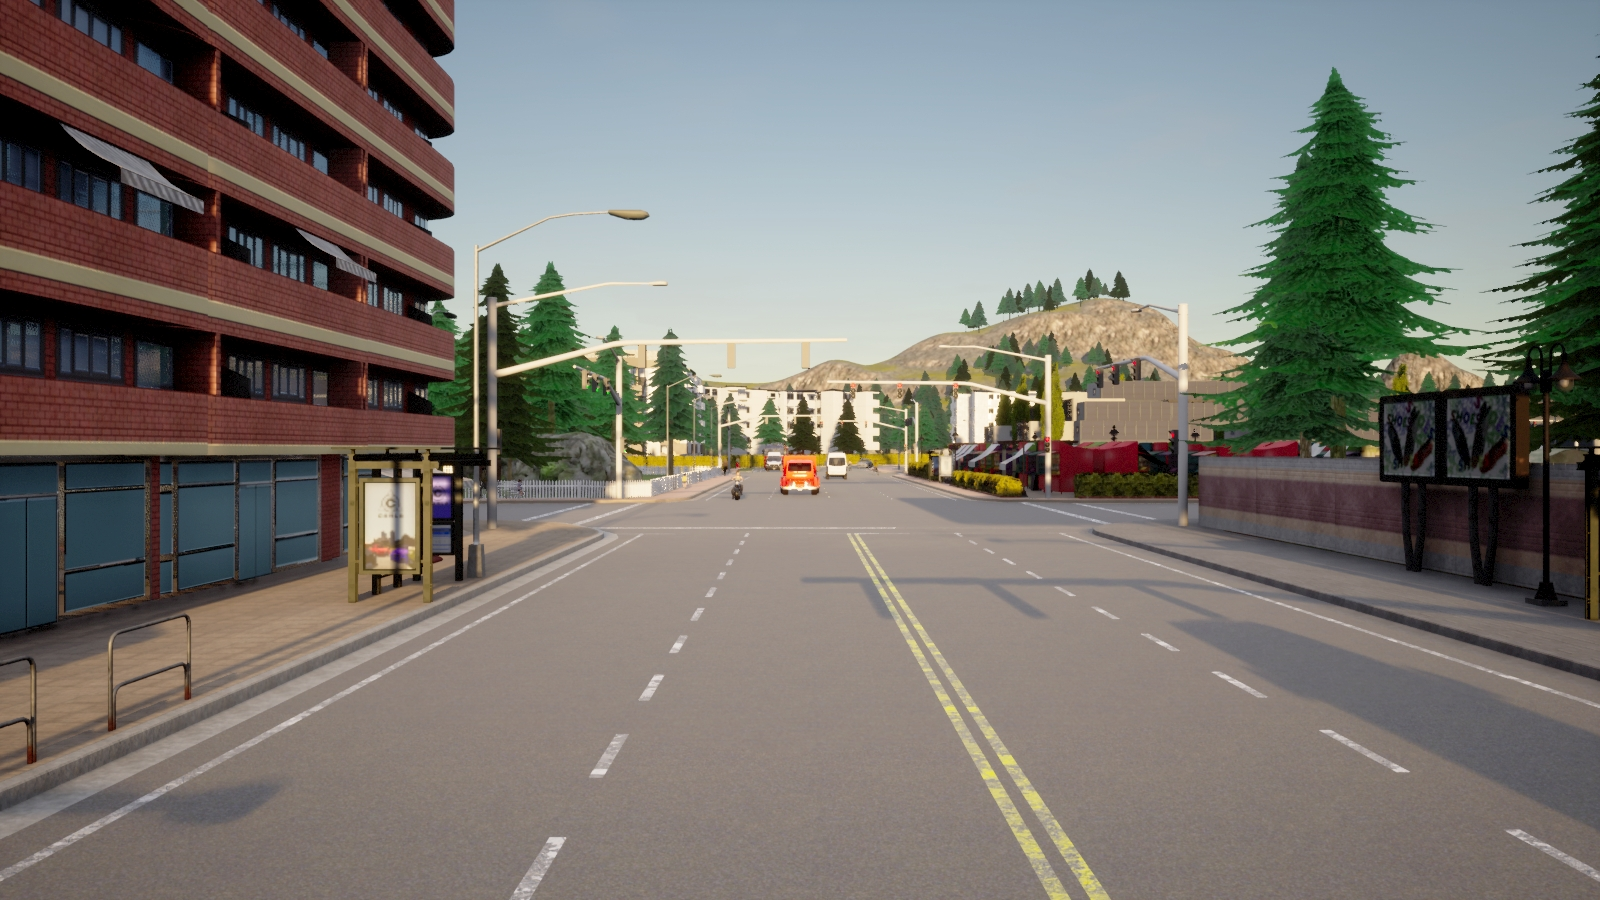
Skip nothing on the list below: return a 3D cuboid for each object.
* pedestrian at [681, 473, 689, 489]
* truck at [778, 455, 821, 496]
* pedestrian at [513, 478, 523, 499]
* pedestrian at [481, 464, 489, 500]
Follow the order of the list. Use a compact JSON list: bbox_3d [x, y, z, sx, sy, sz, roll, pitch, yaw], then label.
[{"bbox_3d":[-7.752,2.080,76.939,0.500,1.100,0.500,0,0,-1],"label":"pedestrian"},{"bbox_3d":[-0.006,1.572,72.542,2.627,2.467,5.204,0,0,0],"label":"truck"},{"bbox_3d":[-14.810,2.024,60.066,0.500,1.100,0.500,0,0,-12],"label":"pedestrian"},{"bbox_3d":[-16.243,1.644,58.945,0.375,1.860,0.375,0,0,-13],"label":"pedestrian"}]
